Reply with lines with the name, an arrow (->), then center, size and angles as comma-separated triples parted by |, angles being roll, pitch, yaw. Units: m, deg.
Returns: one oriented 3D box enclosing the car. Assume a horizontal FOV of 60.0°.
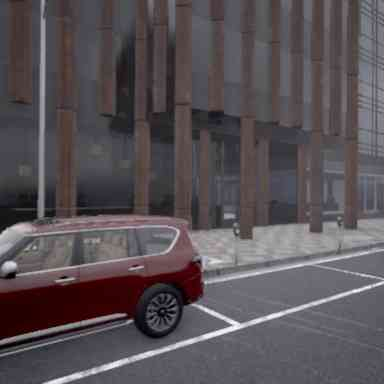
car -> -2.092, 1.332, 5.152 | 5.009, 1.841, 2.192 | 1, 0, -35
